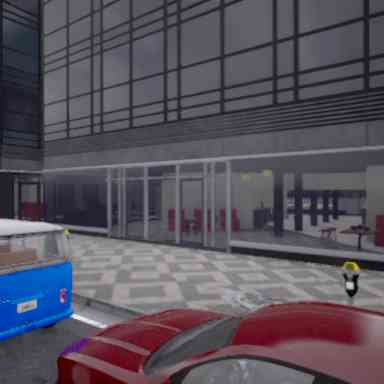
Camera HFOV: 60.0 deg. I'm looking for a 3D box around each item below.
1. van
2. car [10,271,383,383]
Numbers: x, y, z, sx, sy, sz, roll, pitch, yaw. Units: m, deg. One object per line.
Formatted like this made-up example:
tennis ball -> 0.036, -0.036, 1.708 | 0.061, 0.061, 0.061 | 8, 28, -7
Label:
van -> -3.761, 1.326, 5.640 | 3.998, 1.788, 1.690 | 0, 0, 35
car -> 0.804, 1.543, 2.394 | 4.507, 1.381, 1.887 | 0, 0, 35
